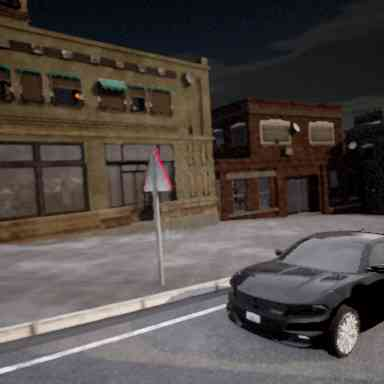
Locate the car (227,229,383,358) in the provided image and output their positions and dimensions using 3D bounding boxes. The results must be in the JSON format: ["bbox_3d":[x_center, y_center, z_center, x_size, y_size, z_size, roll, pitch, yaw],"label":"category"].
[{"bbox_3d":[2.837,1.512,6.271,5.008,1.535,1.882,0,-1,-38],"label":"car"}]
